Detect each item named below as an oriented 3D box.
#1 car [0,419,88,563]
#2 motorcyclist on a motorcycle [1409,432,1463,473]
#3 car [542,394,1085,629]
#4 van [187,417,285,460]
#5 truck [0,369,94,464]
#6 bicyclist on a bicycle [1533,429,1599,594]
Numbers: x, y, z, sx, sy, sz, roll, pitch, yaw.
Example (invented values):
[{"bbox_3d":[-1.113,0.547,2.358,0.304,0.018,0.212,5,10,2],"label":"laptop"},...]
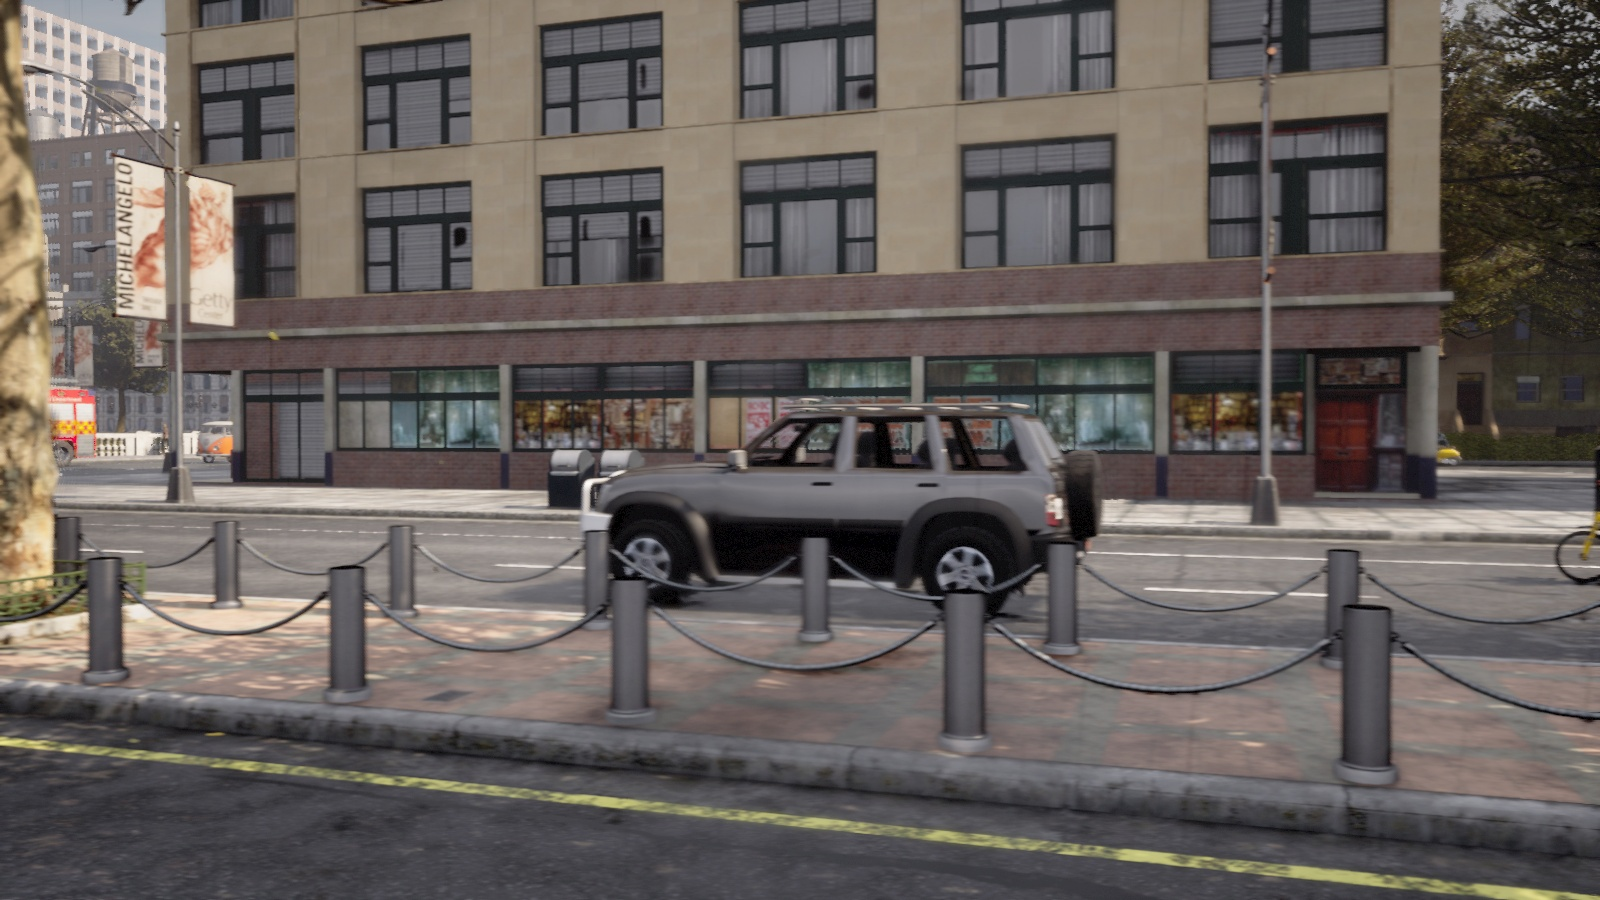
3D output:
[{"bbox_3d":[-11.426,0.439,15.312,4.856,1.649,2.033,1,1,18],"label":"car"},{"bbox_3d":[25.569,0.084,50.530,1.817,1.590,0.866,1,1,18],"label":"motorcyclist on a motorcycle"},{"bbox_3d":[0.165,0.452,11.537,4.605,1.855,1.932,1,1,18],"label":"car"},{"bbox_3d":[-27.107,-0.572,60.524,1.775,1.987,4.442,1,1,18],"label":"van"},{"bbox_3d":[-33.737,-1.380,51.612,2.891,3.827,8.468,1,1,18],"label":"truck"},{"bbox_3d":[8.292,0.600,12.540,1.509,1.612,0.866,1,1,18],"label":"bicyclist on a bicycle"}]
